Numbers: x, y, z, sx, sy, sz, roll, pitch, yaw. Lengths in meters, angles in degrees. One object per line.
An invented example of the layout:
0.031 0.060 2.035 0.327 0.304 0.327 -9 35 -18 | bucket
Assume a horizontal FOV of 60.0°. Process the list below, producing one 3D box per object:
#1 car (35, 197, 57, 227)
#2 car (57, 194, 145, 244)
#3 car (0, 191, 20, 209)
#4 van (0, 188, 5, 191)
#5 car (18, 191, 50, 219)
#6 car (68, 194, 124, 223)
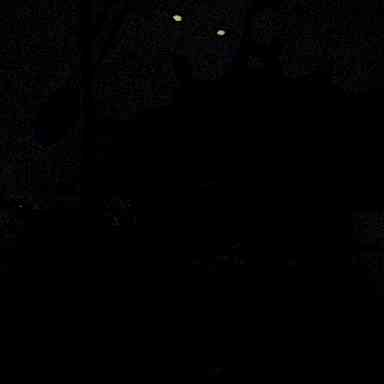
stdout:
-7.335 1.193 19.218 1.947 1.339 4.313 -1 2 -38 | car
-4.042 1.063 14.930 2.192 1.841 5.009 -1 2 -38 | car
-17.218 0.854 32.059 1.802 1.307 4.206 -2 2 -38 | car
-23.807 0.384 40.612 1.690 1.788 3.998 -2 2 -38 | van
-10.630 0.948 23.494 1.967 1.590 4.097 -1 2 -38 | car
-6.535 0.979 22.318 1.882 1.535 5.008 -2 3 -37 | car
